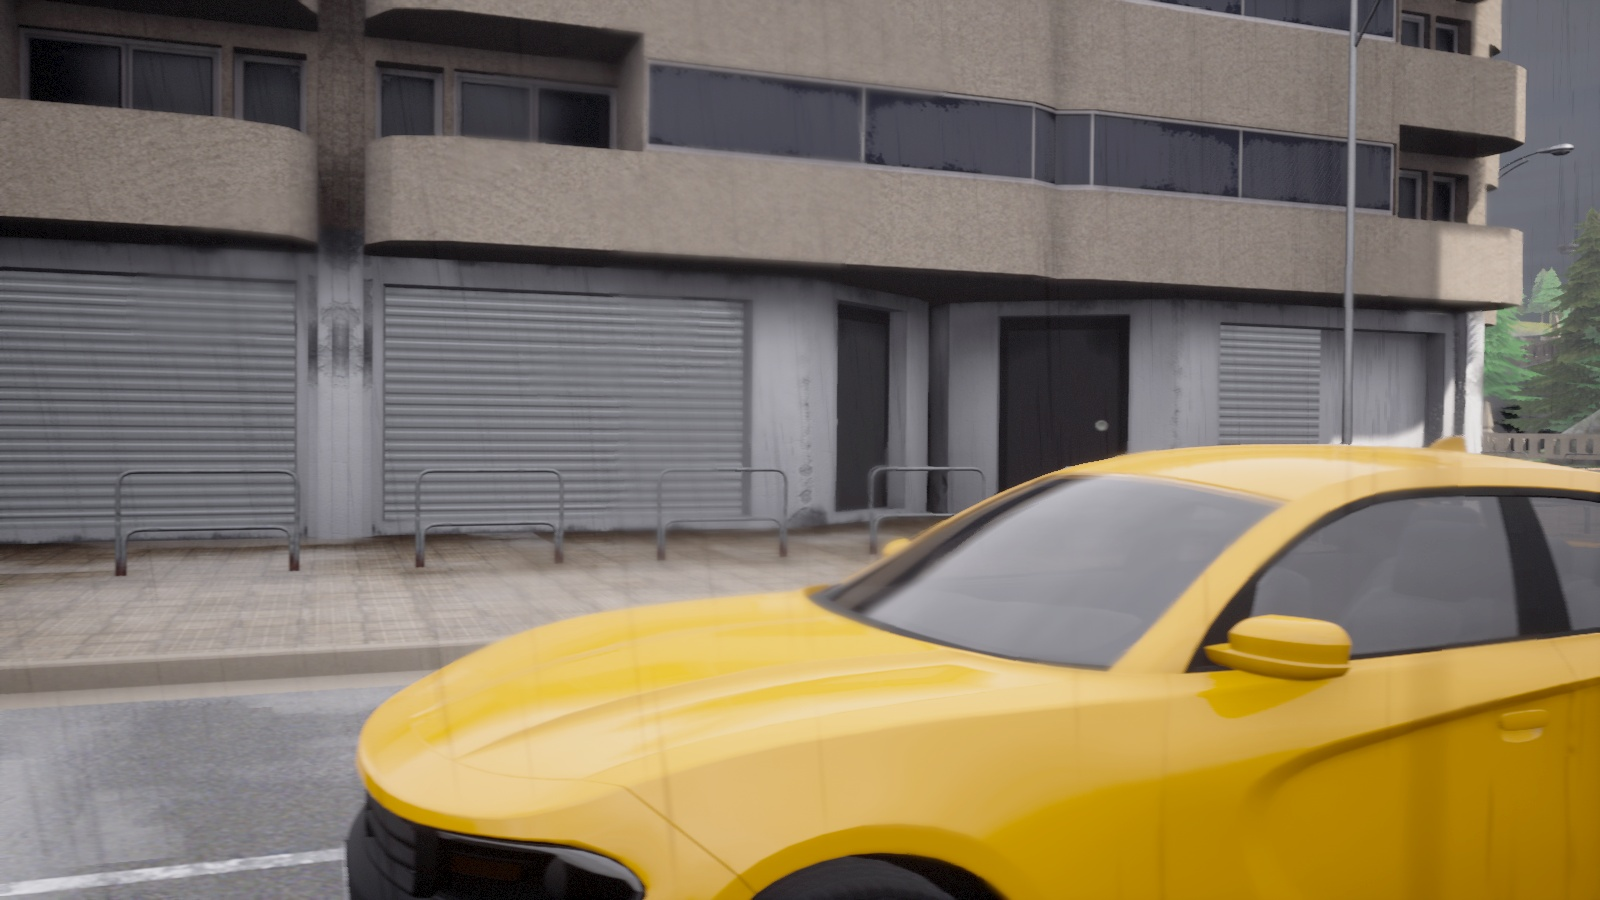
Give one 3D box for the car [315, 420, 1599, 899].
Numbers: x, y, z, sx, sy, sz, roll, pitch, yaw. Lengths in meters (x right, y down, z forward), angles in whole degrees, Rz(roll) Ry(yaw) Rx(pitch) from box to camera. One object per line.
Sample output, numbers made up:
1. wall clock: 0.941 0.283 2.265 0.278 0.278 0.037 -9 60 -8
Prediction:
1. car: 1.267 0.695 3.720 5.008 1.535 1.882 -1 1 -21
